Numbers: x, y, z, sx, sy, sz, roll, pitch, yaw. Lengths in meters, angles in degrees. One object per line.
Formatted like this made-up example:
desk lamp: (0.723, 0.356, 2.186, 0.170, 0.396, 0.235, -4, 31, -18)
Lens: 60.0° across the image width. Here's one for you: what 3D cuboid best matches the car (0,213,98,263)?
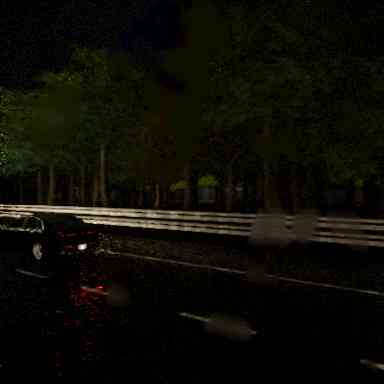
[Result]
car: (-5.487, 1.525, 12.086, 4.892, 1.490, 1.837, 0, 0, 36)
